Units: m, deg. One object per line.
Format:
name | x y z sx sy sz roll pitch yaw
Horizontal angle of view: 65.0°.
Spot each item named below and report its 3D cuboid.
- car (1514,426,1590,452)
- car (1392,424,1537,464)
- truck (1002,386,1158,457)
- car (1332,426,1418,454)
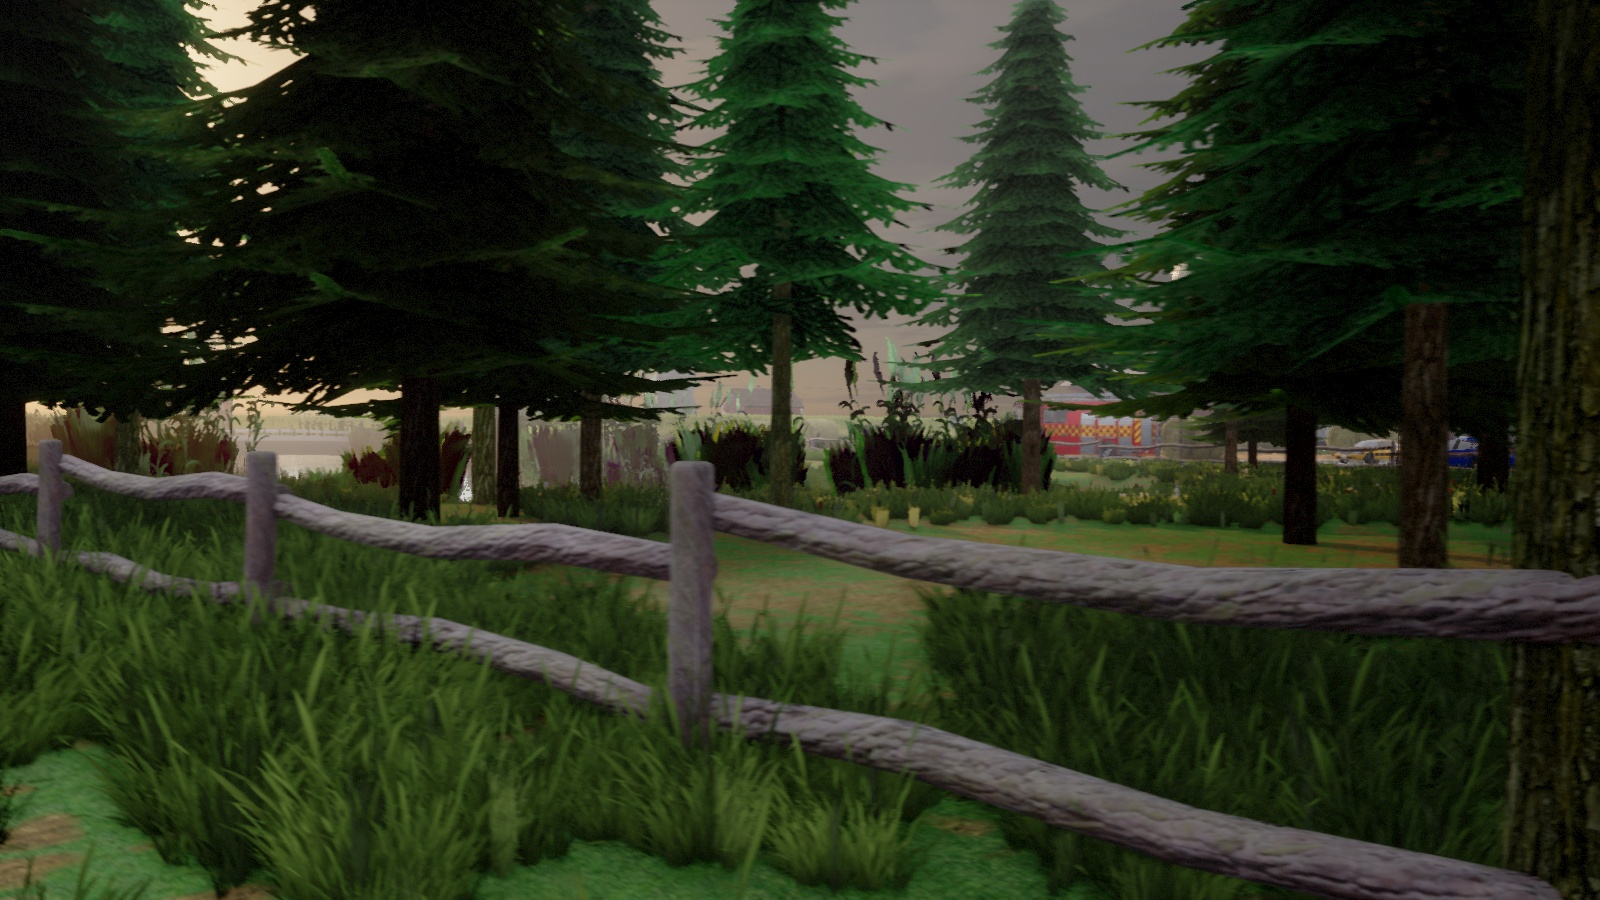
car | 45.015 -0.679 75.134 4.892 1.490 1.837 -1 1 -32
car | 26.852 -0.253 50.946 1.882 1.535 5.008 -1 1 -29
truck | 15.816 -1.573 71.495 2.891 3.827 8.468 -2 1 -44
car | 32.907 -0.592 71.796 5.366 1.575 1.801 -1 1 -32
